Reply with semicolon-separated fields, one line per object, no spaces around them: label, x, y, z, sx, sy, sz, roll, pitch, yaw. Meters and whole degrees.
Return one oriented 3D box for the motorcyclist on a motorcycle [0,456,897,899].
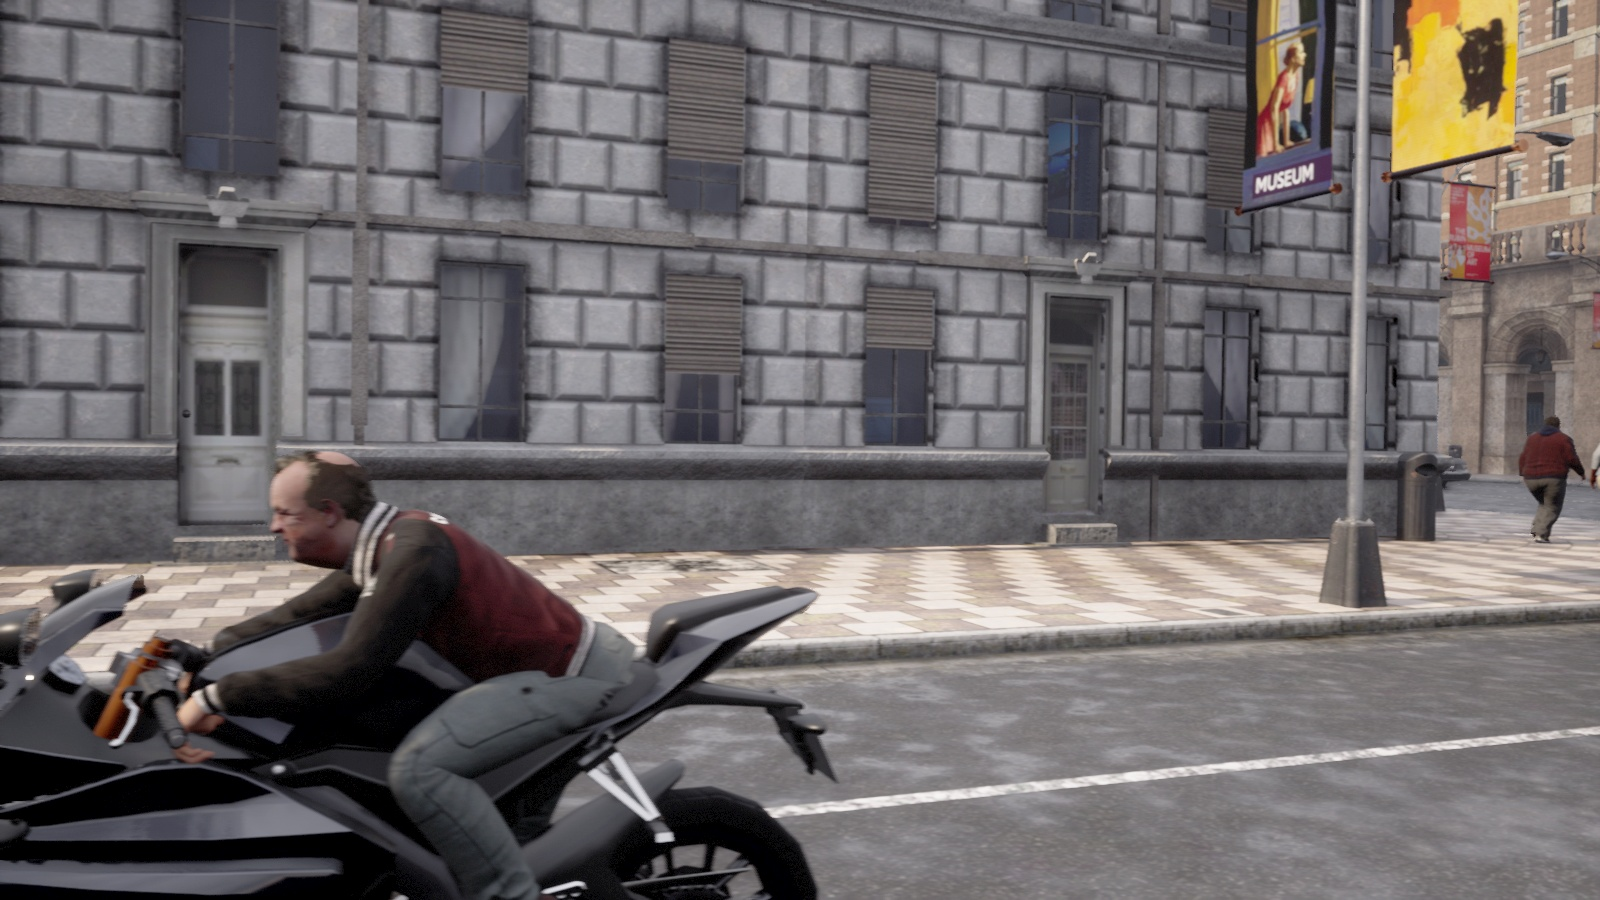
motorcyclist on a motorcycle;-0.958;0.800;2.874;2.191;1.530;0.866;-1;1;-21

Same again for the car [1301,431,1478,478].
car;19.291;0.103;41.416;2.033;1.411;5.357;-1;1;-21

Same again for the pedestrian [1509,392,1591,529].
pedestrian;10.365;0.130;17.351;0.899;1.844;0.634;-1;1;-32

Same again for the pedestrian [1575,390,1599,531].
pedestrian;11.028;0.134;16.716;0.900;1.855;0.874;-1;1;-28
